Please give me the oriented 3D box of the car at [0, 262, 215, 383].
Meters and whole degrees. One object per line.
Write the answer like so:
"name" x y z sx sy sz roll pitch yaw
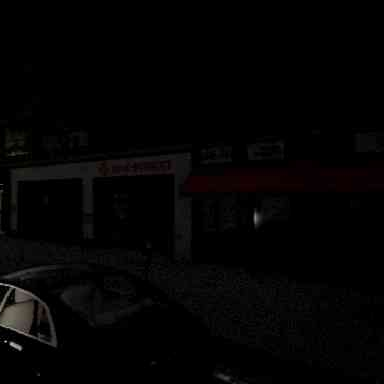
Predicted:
"car" -1.815 1.576 4.104 4.403 1.369 2.008 0 0 35

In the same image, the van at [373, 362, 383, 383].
"van" 2.670 1.329 0.905 3.998 1.788 1.690 0 0 35
